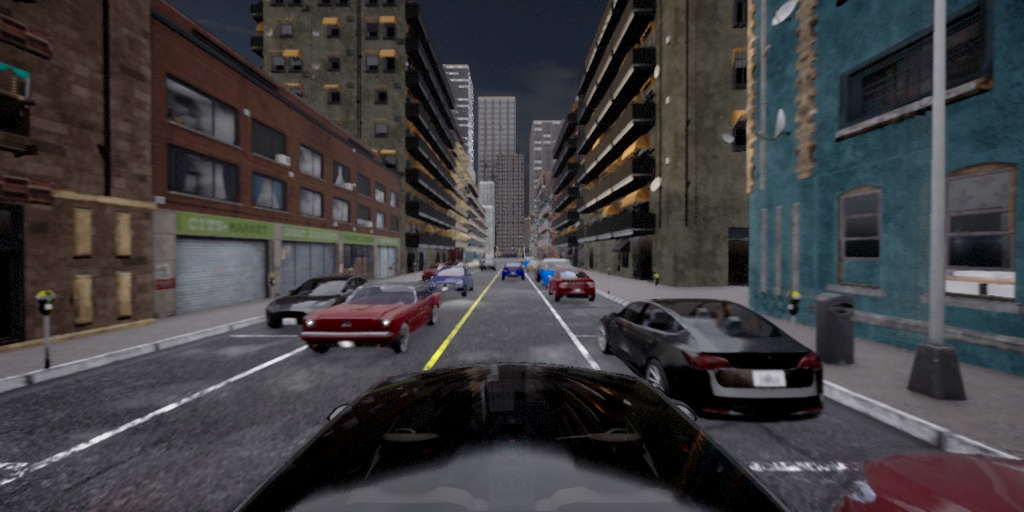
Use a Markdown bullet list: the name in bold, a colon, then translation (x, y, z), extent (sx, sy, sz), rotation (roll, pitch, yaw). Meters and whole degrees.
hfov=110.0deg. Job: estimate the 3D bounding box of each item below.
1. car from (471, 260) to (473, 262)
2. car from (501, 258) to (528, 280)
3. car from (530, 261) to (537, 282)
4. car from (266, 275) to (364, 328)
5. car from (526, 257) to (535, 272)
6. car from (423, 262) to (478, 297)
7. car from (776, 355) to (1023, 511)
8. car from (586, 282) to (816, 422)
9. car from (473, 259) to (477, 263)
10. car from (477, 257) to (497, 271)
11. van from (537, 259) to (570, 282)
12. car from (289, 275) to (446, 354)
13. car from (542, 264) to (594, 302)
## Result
- **car**: translation (-5.703, 1.281, 38.973), extent (1.802, 1.307, 4.207), rotation (0, 0, 0)
- **car**: translation (0.093, 1.187, 30.779), extent (1.882, 1.535, 5.008), rotation (0, 0, 0)
- **car**: translation (2.681, 1.279, 27.916), extent (1.948, 1.339, 4.313), rotation (0, 0, 0)
- **car**: translation (-5.695, 1.301, 11.355), extent (1.948, 1.339, 4.313), rotation (0, 0, 0)
- **car**: translation (2.676, 1.219, 44.655), extent (1.751, 1.417, 4.829), rotation (0, 0, 0)
- **car**: translation (-3.096, 1.251, 18.979), extent (1.812, 1.442, 4.674), rotation (0, 0, 0)
- **car**: translation (2.689, 1.334, 0.299), extent (1.802, 1.307, 4.207), rotation (0, 0, 0)
- **car**: translation (2.687, 1.310, 5.822), extent (1.948, 1.339, 4.313), rotation (0, 0, 0)
- **car**: translation (-5.708, 1.207, 55.373), extent (1.751, 1.417, 4.829), rotation (0, 0, 0)
- **car**: translation (-3.014, 1.176, 46.612), extent (1.882, 1.535, 5.008), rotation (0, 0, 0)
- **van**: translation (2.683, 1.061, 22.392), extent (1.690, 1.789, 3.998), rotation (0, 0, 0)
- **car**: translation (-3.093, 1.340, 8.921), extent (1.895, 1.301, 4.718), rotation (0, 0, 0)
- **car**: translation (2.684, 1.273, 16.869), extent (1.888, 1.381, 4.507), rotation (0, 0, 0)
